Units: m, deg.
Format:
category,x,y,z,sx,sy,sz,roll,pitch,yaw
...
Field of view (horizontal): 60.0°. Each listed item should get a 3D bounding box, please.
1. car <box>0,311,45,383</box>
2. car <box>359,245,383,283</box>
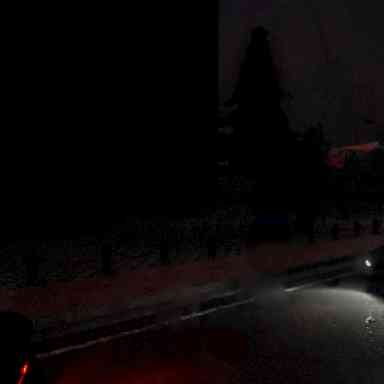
category,x,y,z,sx,sy,sz,roll,pitch,yaw
car,-3.371,1.508,1.573,4.892,1.490,1.837,0,0,-35
car,6.511,1.536,8.542,5.357,1.411,2.033,0,0,-35
